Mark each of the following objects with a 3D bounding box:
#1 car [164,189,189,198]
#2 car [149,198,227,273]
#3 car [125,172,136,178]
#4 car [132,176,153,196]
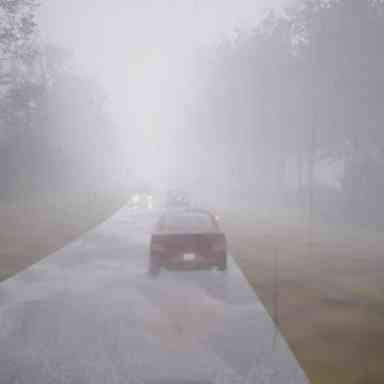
[{"bbox_3d":[-1.198,0.441,26.186,2.033,1.411,5.357,0,3,-5],"label":"car"},{"bbox_3d":[-0.149,1.176,9.765,1.882,1.535,5.008,-1,2,-2],"label":"car"},{"bbox_3d":[-14.327,-3.698,77.065,2.150,2.045,5.566,0,3,-17],"label":"car"},{"bbox_3d":[-5.548,-0.608,37.703,2.097,1.767,4.553,0,4,-8],"label":"car"}]
